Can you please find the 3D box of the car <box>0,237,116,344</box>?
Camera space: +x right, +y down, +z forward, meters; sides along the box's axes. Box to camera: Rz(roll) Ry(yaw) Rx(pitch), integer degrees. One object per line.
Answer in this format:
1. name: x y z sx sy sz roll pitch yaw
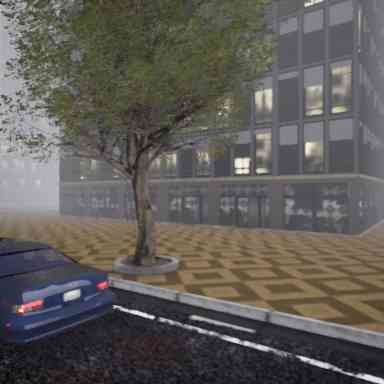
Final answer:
1. car: -3.843 1.614 6.424 5.357 1.411 2.033 -1 0 35
